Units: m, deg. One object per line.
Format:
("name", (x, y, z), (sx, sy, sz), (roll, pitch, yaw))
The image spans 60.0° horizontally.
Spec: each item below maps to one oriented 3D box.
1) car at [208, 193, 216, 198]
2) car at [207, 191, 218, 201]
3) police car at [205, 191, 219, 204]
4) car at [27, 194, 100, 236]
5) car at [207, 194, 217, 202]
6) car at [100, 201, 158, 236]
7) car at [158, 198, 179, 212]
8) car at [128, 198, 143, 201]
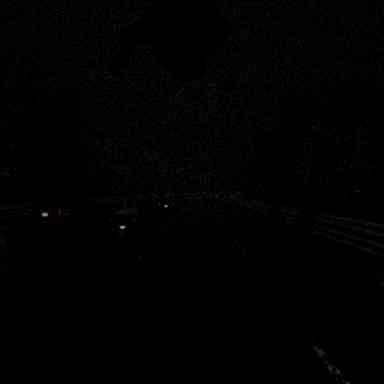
("car", (5.258, 0.896, 88.766), (1.812, 1.442, 4.674), (0, 0, 7))
("car", (4.433, 0.857, 70.538), (2.150, 2.045, 5.566), (0, 0, 5))
("police car", (3.126, 1.127, 54.874), (1.930, 1.638, 5.238), (0, 0, 4))
("car", (-6.638, 1.112, 17.849), (2.150, 2.045, 5.566), (0, 0, 1))
("car", (3.917, 1.113, 64.798), (1.801, 1.575, 5.366), (0, 0, 5))
("car", (-3.139, 1.419, 17.626), (1.812, 1.442, 4.674), (0, 0, 1))
("car", (-2.501, 1.362, 35.186), (1.994, 1.385, 4.181), (0, 0, 3))
("car", (-5.997, 1.359, 35.364), (1.994, 1.385, 4.181), (0, 0, 3))
